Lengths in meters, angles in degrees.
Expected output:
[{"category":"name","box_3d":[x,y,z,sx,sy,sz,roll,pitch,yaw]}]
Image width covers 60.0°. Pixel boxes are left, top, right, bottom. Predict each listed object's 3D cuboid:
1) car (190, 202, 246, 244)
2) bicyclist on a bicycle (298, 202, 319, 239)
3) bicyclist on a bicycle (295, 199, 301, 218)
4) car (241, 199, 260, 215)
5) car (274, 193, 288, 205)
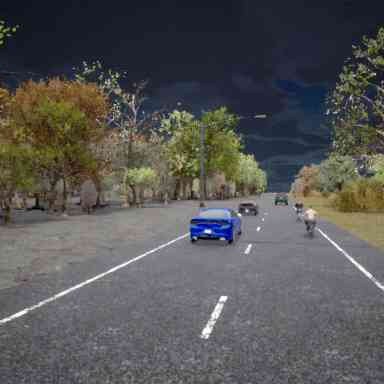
[{"category":"car","box_3d":[1.276,1.481,16.092,1.882,1.535,5.008,0,0,14]},{"category":"bicyclist on a bicycle","box_3d":[5.820,1.441,16.341,0.866,1.612,1.509,0,0,15]},{"category":"bicyclist on a bicycle","box_3d":[8.097,1.378,25.156,0.659,1.776,1.843,0,0,14]},{"category":"car","box_3d":[5.812,1.514,33.863,1.837,1.490,4.892,0,0,14]},{"category":"car","box_3d":[15.957,1.238,59.463,2.150,2.045,5.566,0,0,14]}]
